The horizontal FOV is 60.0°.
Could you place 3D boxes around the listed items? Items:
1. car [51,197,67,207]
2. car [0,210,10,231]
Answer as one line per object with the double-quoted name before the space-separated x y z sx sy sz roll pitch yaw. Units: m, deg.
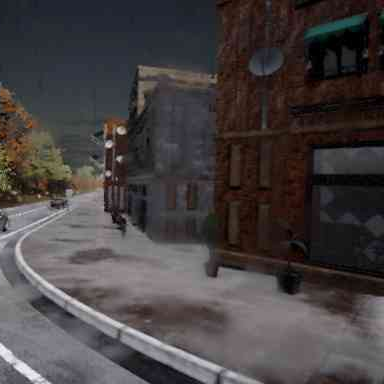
"car" -20.196 1.481 50.684 2.128 1.511 4.902 2 0 -14
"car" -11.389 1.559 18.180 1.837 1.490 4.892 1 -1 -17
